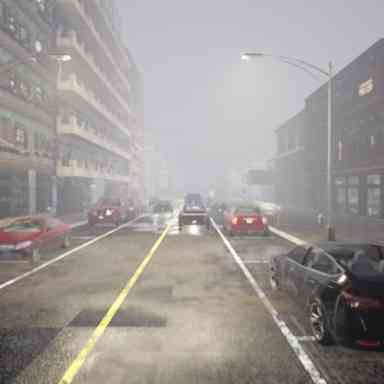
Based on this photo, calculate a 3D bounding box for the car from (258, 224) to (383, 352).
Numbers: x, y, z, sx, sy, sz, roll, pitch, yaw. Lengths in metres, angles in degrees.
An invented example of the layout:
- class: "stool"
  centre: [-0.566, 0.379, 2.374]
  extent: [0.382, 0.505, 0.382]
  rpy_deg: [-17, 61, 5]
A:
- class: "car"
  centre: [2.696, 1.551, 6.147]
  extent: [1.947, 1.339, 4.313]
  rpy_deg: [0, 0, 0]

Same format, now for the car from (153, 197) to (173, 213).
- class: "car"
  centre: [-2.948, 1.503, 35.262]
  extent: [1.994, 1.385, 4.181]
  rpy_deg: [0, 0, 0]

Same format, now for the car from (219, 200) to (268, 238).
- class: "car"
  centre: [2.711, 1.400, 17.540]
  extent: [1.967, 1.590, 4.097]
  rpy_deg: [0, 0, 0]

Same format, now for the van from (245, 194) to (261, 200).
- class: "van"
  centre: [14.776, 1.291, 79.558]
  extent: [3.998, 1.788, 1.690]
  rpy_deg: [0, 0, 0]

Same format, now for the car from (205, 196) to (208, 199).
- class: "car"
  centre: [2.754, 1.456, 46.022]
  extent: [1.887, 1.381, 4.507]
  rpy_deg: [0, 0, 0]

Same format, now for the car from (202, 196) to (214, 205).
- class: "car"
  centre: [2.770, 1.444, 57.416]
  extent: [1.887, 1.381, 4.507]
  rpy_deg: [0, 0, 0]

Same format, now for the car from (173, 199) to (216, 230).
- class: "car"
  centre: [0.132, 1.445, 20.809]
  extent: [2.128, 1.511, 4.902]
  rpy_deg: [0, 0, 0]

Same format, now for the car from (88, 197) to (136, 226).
- class: "car"
  centre: [-5.661, 1.264, 23.252]
  extent: [2.192, 1.841, 5.009]
  rpy_deg: [0, 0, 0]

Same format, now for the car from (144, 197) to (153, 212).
- class: "car"
  centre: [-5.643, 1.479, 34.647]
  extent: [2.008, 1.369, 4.403]
  rpy_deg: [0, 0, 0]

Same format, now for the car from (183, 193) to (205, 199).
- class: "car"
  centre: [0.158, 1.143, 40.287]
  extent: [2.150, 2.045, 5.566]
  rpy_deg: [0, 0, 0]

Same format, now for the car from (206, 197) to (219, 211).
- class: "car"
  centre: [2.738, 1.479, 34.630]
  extent: [2.008, 1.369, 4.403]
  rpy_deg: [0, 0, 0]

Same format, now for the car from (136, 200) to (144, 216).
- class: "car"
  centre: [-5.652, 1.378, 28.950]
  extent: [1.967, 1.590, 4.097]
  rpy_deg: [0, 0, 0]

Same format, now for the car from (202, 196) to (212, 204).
- class: "car"
  centre: [2.779, 1.420, 63.283]
  extent: [1.752, 1.417, 4.829]
  rpy_deg: [0, 0, 0]

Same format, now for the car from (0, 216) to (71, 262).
- class: "car"
  centre: [-5.676, 1.554, 11.859]
  extent: [1.802, 1.307, 4.206]
  rpy_deg: [0, 0, 0]
